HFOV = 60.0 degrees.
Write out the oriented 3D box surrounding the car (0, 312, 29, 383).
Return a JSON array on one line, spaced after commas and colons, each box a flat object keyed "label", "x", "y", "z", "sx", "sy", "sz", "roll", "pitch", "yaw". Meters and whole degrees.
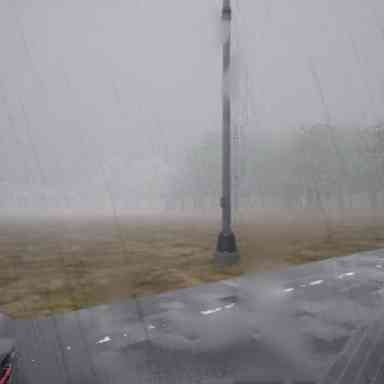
[{"label": "car", "x": -3.472, "y": 1.505, "z": 1.515, "sx": 4.892, "sy": 1.490, "sz": 1.837, "roll": 0, "pitch": 0, "yaw": -36}]
